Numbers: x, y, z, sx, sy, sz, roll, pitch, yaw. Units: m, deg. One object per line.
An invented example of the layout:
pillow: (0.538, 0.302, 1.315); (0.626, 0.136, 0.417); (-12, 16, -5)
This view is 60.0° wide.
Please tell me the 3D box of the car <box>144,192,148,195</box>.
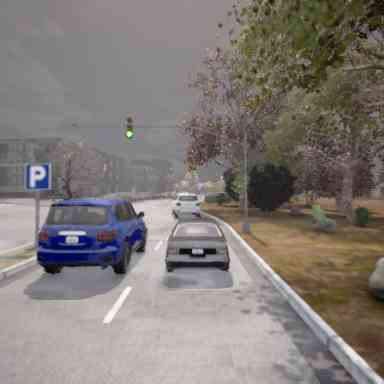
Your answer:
car: (-12.364, 1.281, 71.374); (4.674, 1.452, 2.002); (-1, 0, -13)

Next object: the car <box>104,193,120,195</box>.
car: (-14.517, 1.296, 53.419); (4.792, 1.488, 2.163); (-1, 0, -15)

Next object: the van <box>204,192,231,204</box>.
van: (4.207, 0.980, 56.037); (4.442, 1.987, 1.878); (1, 0, -14)

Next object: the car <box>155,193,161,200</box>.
car: (-11.110, 0.979, 80.363); (5.566, 2.045, 2.435); (-1, 0, -12)

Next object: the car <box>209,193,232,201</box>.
car: (6.359, 1.050, 73.709); (4.553, 1.767, 2.185); (1, 0, -12)

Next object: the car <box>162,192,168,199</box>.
car: (-9.735, 1.219, 89.304); (5.008, 1.535, 2.097); (-1, 0, -11)

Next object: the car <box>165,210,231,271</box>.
car: (0.164, 1.554, 10.926); (2.033, 1.411, 5.357); (0, 0, 1)

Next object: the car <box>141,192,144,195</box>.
car: (-12.732, 1.284, 68.372); (4.674, 1.452, 2.002); (-1, 0, -13)

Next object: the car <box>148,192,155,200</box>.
car: (-11.556, 1.274, 77.357); (4.674, 1.452, 2.002); (-1, 0, -12)

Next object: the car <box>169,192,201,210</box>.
car: (-0.609, 1.119, 29.815); (2.150, 2.045, 5.566); (1, 1, -7)

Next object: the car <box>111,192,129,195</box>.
car: (-13.876, 1.251, 56.412); (5.366, 1.575, 1.946); (-1, 0, -15)

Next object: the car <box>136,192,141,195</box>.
car: (-13.101, 1.249, 65.376); (4.892, 1.521, 2.231); (-1, 0, -14)

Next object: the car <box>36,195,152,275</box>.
car: (-2.839, 1.230, 10.650); (2.150, 2.045, 5.566); (0, 0, 1)

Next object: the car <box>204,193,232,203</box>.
car: (4.587, 1.076, 59.007); (4.553, 1.767, 2.185); (1, 0, -14)

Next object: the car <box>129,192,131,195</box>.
car: (-13.787, 1.129, 59.364); (4.553, 1.767, 2.185); (-1, 0, -14)
